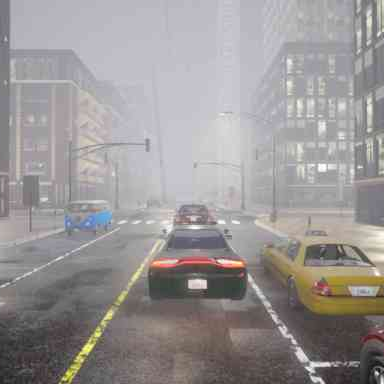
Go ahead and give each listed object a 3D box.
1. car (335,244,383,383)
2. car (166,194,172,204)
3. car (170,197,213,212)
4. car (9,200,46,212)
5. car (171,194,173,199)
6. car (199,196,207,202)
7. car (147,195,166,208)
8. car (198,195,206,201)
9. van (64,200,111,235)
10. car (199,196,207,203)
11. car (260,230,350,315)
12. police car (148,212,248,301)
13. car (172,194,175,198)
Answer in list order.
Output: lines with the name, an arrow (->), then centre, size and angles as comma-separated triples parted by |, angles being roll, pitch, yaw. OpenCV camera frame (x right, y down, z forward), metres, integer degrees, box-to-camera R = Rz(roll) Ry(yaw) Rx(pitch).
car -> 2.706, 1.441, 1.860 | 1.967, 1.590, 4.097 | 1, 0, 0
car -> -5.698, 1.719, 67.821 | 1.947, 1.339, 4.313 | 0, 0, 0
car -> 0.082, 1.369, 18.592 | 2.097, 1.767, 4.553 | 0, 0, 0
car -> -19.061, 1.538, 37.834 | 4.507, 1.381, 1.887 | 0, -1, 0
car -> -5.699, 1.760, 73.484 | 1.802, 1.307, 4.206 | 0, 0, 0
car -> 2.678, 1.801, 84.812 | 1.947, 1.339, 4.313 | 0, 0, 0
car -> -5.692, 1.407, 50.834 | 2.192, 1.841, 5.009 | 0, 0, 0
car -> 2.678, 1.704, 90.475 | 1.967, 1.590, 4.097 | 0, 0, 0
van -> -5.663, 1.358, 18.429 | 1.690, 1.788, 3.998 | 1, 0, 0
car -> 2.680, 1.732, 79.318 | 1.752, 1.417, 4.829 | 0, 0, 0
car -> 2.706, 1.529, 7.554 | 1.752, 1.417, 4.829 | 1, 0, 0
police car -> 0.100, 1.509, 8.482 | 2.038, 1.542, 4.974 | 0, 0, 0
car -> -5.700, 1.646, 79.147 | 1.967, 1.590, 4.097 | 0, 0, 0
